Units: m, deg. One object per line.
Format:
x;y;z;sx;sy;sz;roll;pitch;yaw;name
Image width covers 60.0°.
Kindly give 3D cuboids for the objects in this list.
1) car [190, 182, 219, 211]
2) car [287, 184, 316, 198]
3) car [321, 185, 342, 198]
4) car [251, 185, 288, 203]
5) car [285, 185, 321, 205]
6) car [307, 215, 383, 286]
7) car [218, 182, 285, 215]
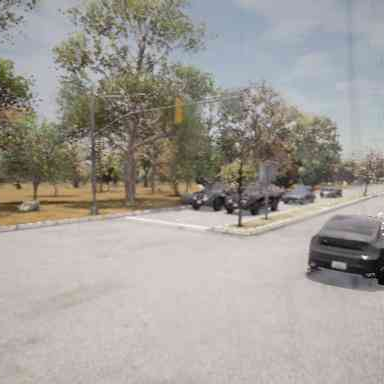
2.130;0.258;25.692;2.150;2.045;5.566;3;4;36;car
13.885;-0.161;41.989;1.882;1.535;5.008;3;4;36;car
17.617;-0.081;42.048;2.128;1.511;4.902;3;4;36;car
7.910;0.180;33.690;1.882;1.535;5.008;3;4;35;car
10.412;0.383;32.047;2.033;1.411;5.357;3;4;36;car
4.802;1.416;9.471;1.837;1.490;4.892;4;3;37;car
4.407;0.405;23.732;2.150;2.045;5.566;3;4;35;car
